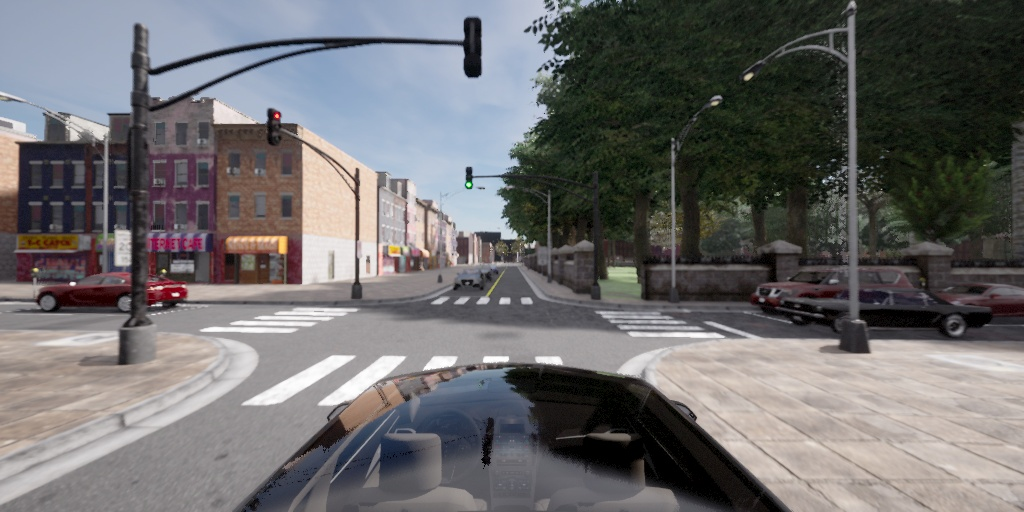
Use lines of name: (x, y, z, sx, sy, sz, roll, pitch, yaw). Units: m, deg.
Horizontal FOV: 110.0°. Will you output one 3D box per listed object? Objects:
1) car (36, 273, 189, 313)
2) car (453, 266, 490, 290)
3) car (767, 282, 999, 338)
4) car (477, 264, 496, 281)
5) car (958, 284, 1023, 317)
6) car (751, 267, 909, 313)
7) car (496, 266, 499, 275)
car: (-14.712, 1.281, 13.296, 4.507, 1.381, 1.888, 0, 0, 0)
car: (-2.841, 1.574, 24.832, 1.994, 1.385, 4.181, 0, -1, 0)
car: (10.768, 1.586, 10.713, 4.718, 1.301, 1.895, 1, -1, 2)
car: (-2.838, 1.624, 35.309, 1.837, 1.490, 4.892, 0, 0, 0)
car: (17.164, 1.664, 13.173, 4.207, 1.307, 1.802, 0, 0, 0)
car: (11.715, 1.334, 13.194, 5.009, 1.841, 2.192, 0, 0, 0)
car: (-2.817, 1.781, 48.819, 1.812, 1.442, 4.674, 0, -1, 0)
